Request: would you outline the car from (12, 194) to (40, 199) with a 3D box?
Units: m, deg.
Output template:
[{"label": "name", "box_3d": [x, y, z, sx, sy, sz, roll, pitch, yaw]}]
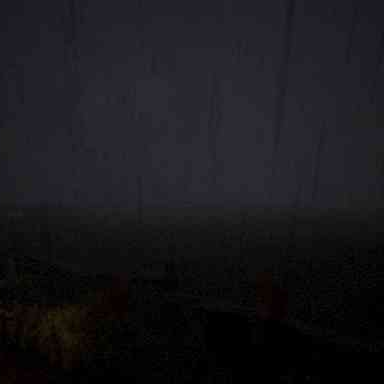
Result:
[{"label": "car", "box_3d": [-28.518, 1.211, 57.626, 2.242, 1.667, 4.611, 0, 0, 39]}]

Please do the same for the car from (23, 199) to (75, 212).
[{"label": "car", "box_3d": [-11.433, 1.448, 27.040, 1.994, 1.385, 4.181, 0, 0, 38]}]
